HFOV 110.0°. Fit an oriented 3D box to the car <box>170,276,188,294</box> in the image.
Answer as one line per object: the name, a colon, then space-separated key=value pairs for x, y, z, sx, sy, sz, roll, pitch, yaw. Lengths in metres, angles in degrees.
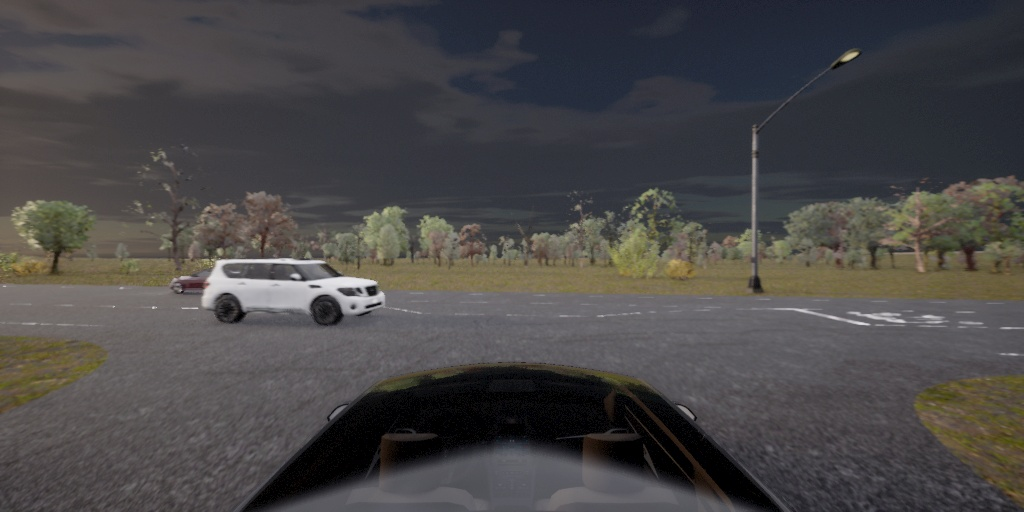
car: x=-16.518 y=1.376 z=20.151 sx=4.674 sy=1.442 sz=1.812 roll=0 pitch=0 yaw=7

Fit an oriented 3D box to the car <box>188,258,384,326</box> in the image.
car: x=-7.230 y=1.107 z=12.028 sx=5.566 sy=2.045 sz=2.150 roll=0 pitch=0 yaw=7
